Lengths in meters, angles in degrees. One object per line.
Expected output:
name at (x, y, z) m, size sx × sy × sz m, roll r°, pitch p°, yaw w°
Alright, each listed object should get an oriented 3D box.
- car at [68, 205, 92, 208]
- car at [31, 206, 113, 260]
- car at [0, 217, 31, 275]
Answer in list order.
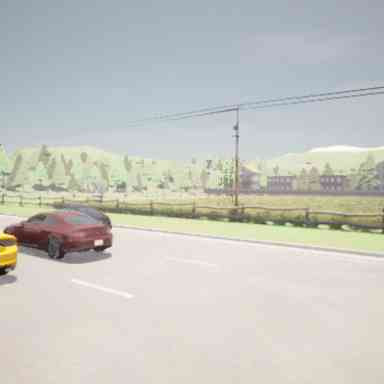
car at (-6.032, 1.347, 16.896) m, size 4.181 × 1.385 × 1.994 m, roll 1°, pitch 1°, yaw 35°
car at (-4.773, 1.369, 11.696) m, size 4.674 × 1.442 × 1.812 m, roll 1°, pitch 1°, yaw 35°
car at (-6.494, 1.327, 8.628) m, size 5.008 × 1.535 × 1.882 m, roll 1°, pitch 1°, yaw 36°
